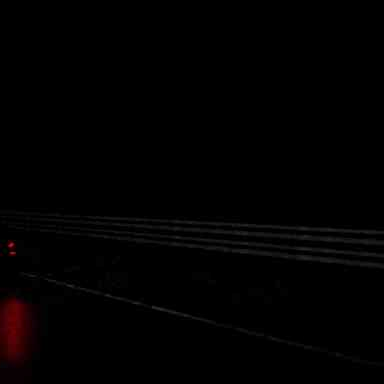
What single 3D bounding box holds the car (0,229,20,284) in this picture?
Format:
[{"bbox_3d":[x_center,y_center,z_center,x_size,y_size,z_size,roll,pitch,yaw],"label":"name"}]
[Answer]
[{"bbox_3d":[-6.496,1.440,8.662,4.553,1.767,2.097,-1,0,36],"label":"car"}]
